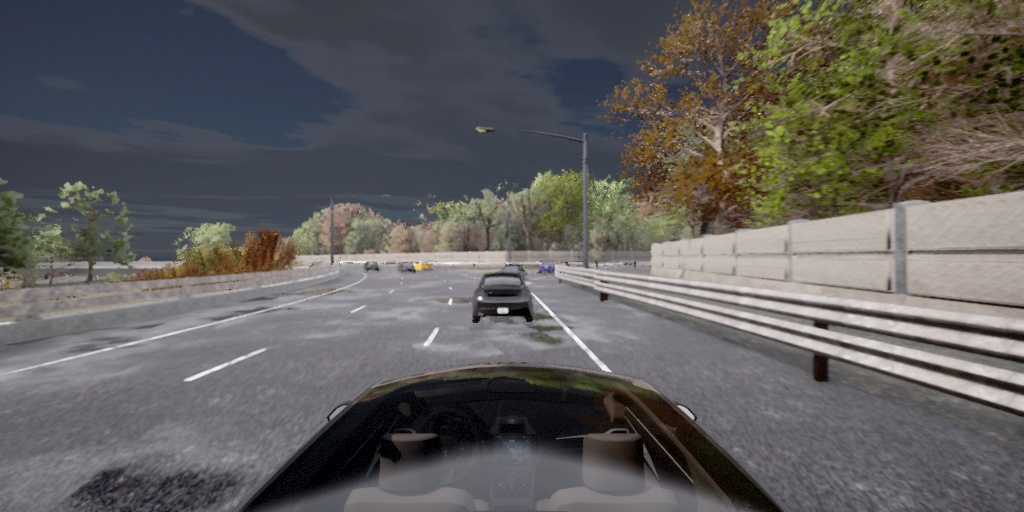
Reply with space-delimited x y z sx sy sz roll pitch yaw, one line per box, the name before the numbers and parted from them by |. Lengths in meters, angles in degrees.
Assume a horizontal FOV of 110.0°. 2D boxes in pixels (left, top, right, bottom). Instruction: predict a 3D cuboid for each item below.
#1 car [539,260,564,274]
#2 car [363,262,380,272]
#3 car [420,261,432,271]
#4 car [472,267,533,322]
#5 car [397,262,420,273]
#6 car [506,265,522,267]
car | 5.048 1.287 43.993 2.097 1.767 4.553 0 0 29
car | -21.573 1.633 54.876 1.812 1.442 4.674 0 0 -30
car | -13.800 1.552 55.320 1.882 1.535 5.008 0 0 -28
car | -0.339 1.309 12.528 1.837 1.490 4.892 0 0 -2
car | -14.349 1.592 48.684 2.033 1.411 5.357 0 0 -25
car | 0.199 1.458 31.322 1.994 1.385 4.181 0 0 10
